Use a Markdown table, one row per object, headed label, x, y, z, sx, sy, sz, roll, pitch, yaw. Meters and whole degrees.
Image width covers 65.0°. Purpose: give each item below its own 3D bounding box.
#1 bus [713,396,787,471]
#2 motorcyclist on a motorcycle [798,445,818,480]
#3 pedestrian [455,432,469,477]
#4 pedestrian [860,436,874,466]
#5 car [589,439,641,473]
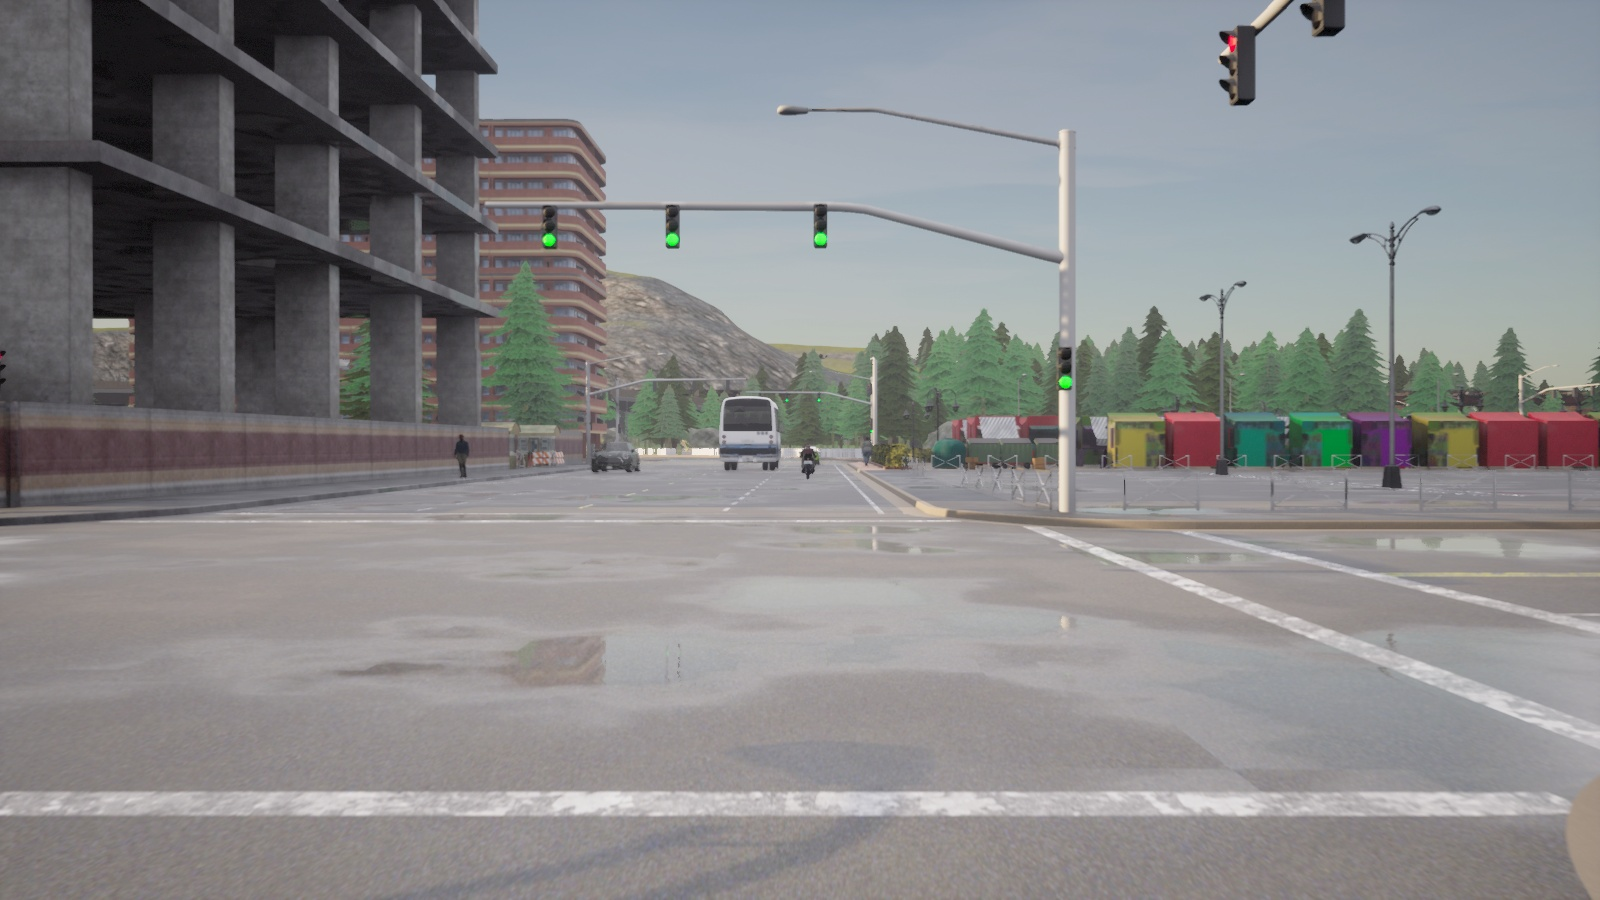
| label | x | y | z | sx | sy | sz | roll | pitch | yaw |
| --- | --- | --- | --- | --- | --- | --- | --- | --- | --- |
| bus | -2.896 | -0.946 | 76.586 | 3.944 | 4.253 | 10.273 | 0 | 0 | 1 |
| motorcyclist on a motorcycle | 0.362 | 0.552 | 56.018 | 0.866 | 1.530 | 2.191 | 0 | 0 | 1 |
| pedestrian | -13.678 | 0.181 | 50.801 | 0.370 | 1.835 | 0.726 | 0 | 0 | -1 |
| pedestrian | 4.143 | 0.085 | 77.813 | 0.874 | 1.855 | 0.900 | 0 | 0 | 4 |
| car | -9.998 | 0.318 | 68.029 | 2.097 | 1.767 | 4.553 | 0 | 0 | 1 |
